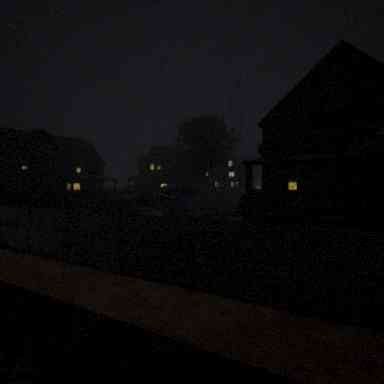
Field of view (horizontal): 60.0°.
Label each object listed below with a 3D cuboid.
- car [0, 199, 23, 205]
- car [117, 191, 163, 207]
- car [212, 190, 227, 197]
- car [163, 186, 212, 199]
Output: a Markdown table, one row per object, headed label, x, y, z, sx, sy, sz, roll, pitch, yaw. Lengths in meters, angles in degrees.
| label | x | y | z | sx | sy | sz | roll | pitch | yaw |
| --- | --- | --- | --- | --- | --- | --- | --- | --- | --- |
| car | -12.217 | 1.112 | 20.784 | 1.895 | 1.301 | 4.718 | 2 | 2 | 34 |
| car | -5.085 | 0.784 | 30.842 | 1.994 | 1.385 | 4.181 | 2 | 2 | 35 |
| car | 2.884 | 0.463 | 41.959 | 1.994 | 1.385 | 4.181 | 2 | 2 | 36 |
| car | -0.704 | 0.429 | 31.911 | 2.150 | 2.045 | 5.566 | 2 | 2 | 36 |
